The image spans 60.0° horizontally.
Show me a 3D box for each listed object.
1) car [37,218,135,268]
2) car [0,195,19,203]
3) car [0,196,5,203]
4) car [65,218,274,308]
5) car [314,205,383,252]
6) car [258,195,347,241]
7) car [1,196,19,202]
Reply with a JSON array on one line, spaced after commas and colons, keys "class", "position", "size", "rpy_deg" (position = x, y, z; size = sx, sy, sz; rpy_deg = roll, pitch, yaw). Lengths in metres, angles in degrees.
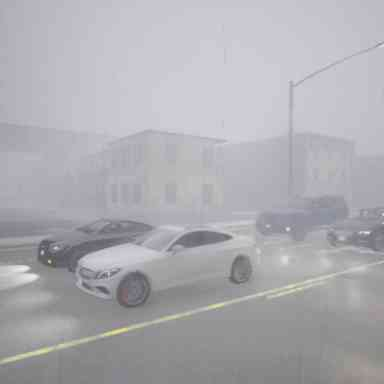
[{"class": "car", "position": [-2.656, 1.551, 10.695], "size": [4.181, 1.385, 1.994], "rpy_deg": [0, 0, -36]}, {"class": "car", "position": [-40.275, 1.673, 73.660], "size": [2.038, 1.542, 4.974], "rpy_deg": [1, 0, -5]}, {"class": "car", "position": [-44.005, 1.632, 73.587], "size": [4.974, 1.542, 2.038], "rpy_deg": [0, 0, 25]}, {"class": "car", "position": [-0.353, 1.516, 8.040], "size": [4.674, 1.442, 1.812], "rpy_deg": [0, 0, -35]}, {"class": "car", "position": [7.504, 1.434, 13.641], "size": [4.902, 1.511, 2.128], "rpy_deg": [0, 0, -35]}, {"class": "car", "position": [5.686, 1.161, 16.634], "size": [5.566, 2.045, 2.150], "rpy_deg": [0, 0, -36]}, {"class": "car", "position": [-40.278, 1.516, 73.713], "size": [1.853, 1.218, 4.536], "rpy_deg": [1, 0, -5]}]
